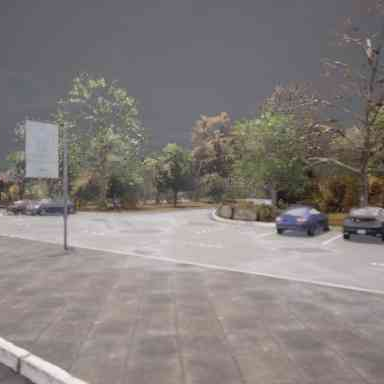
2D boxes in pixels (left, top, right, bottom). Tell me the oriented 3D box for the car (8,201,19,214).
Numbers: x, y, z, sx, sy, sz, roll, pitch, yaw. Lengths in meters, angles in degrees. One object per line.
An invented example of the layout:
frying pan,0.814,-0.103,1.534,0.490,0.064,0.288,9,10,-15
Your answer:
car,-16.361,1.500,34.179,2.002,1.452,4.674,0,0,35

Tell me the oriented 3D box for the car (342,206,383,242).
car,8.713,1.455,16.324,2.231,1.521,4.892,0,0,36

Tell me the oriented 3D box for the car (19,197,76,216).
car,-13.739,1.333,32.397,2.185,1.767,4.553,0,0,35

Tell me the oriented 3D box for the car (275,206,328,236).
car,6.048,1.495,18.229,2.002,1.452,4.674,0,0,36
